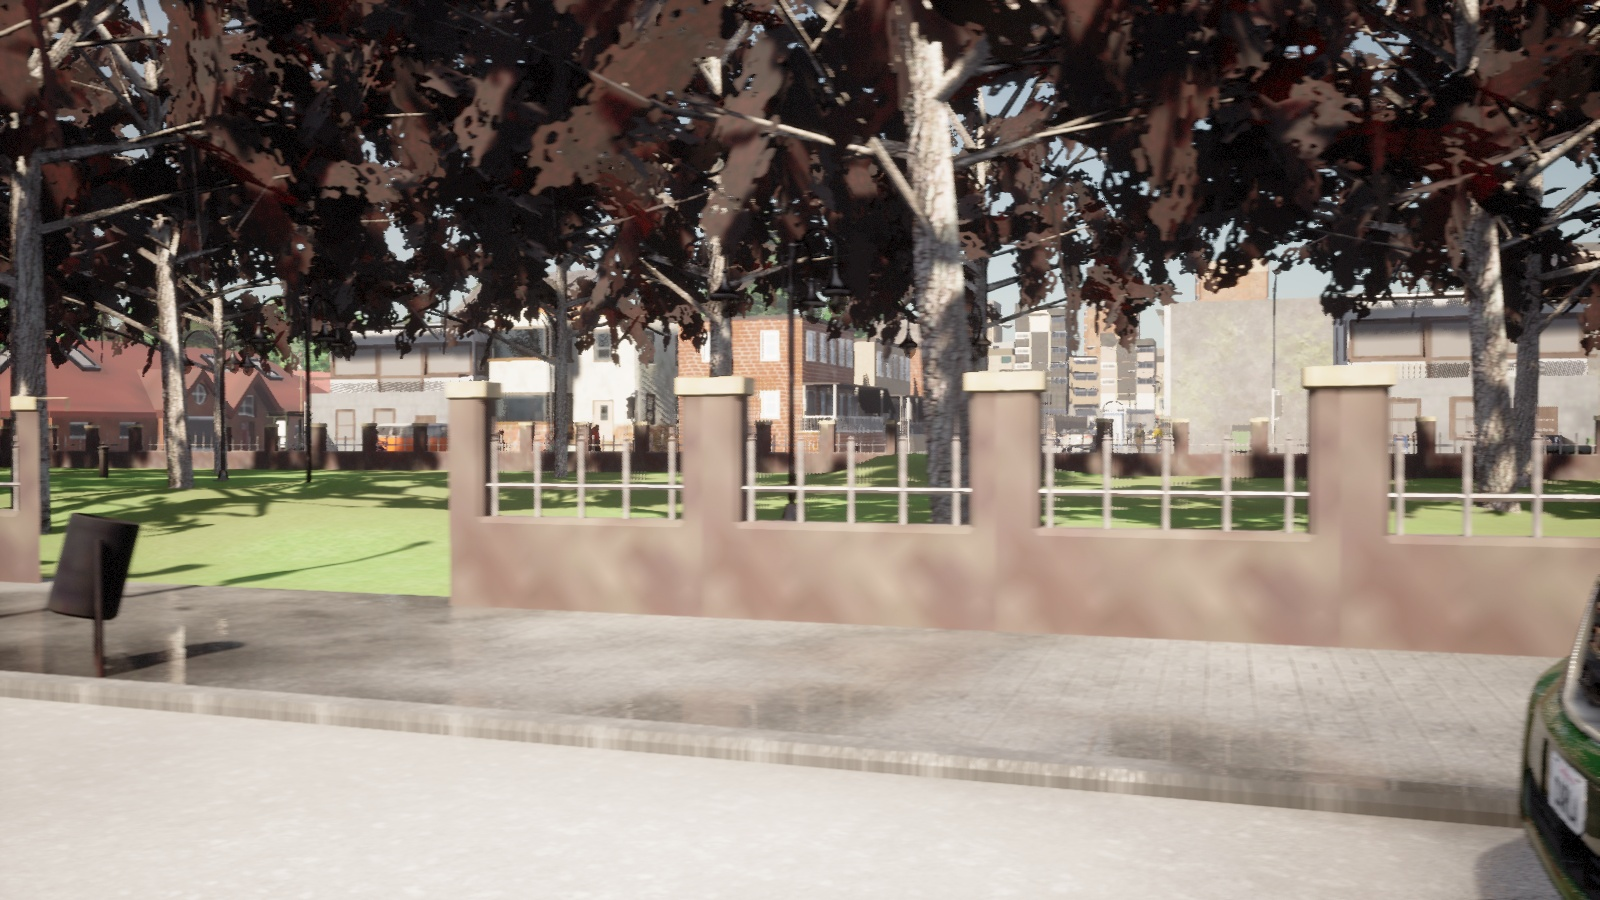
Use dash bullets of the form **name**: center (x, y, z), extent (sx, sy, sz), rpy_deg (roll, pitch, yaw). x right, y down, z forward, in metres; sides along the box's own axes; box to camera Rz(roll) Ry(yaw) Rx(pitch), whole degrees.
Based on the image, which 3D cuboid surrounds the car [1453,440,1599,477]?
- **car**: center (27.039, 0.283, 46.619), extent (4.718, 1.301, 1.895), rpy_deg (1, 1, 19)

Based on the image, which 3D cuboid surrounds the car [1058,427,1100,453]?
- **car**: center (18.489, -0.654, 83.001), extent (2.152, 1.651, 5.027), rpy_deg (1, 1, 19)

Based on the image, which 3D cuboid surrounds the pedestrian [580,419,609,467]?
- **pedestrian**: center (-7.992, -0.275, 48.841), extent (0.899, 1.844, 0.634), rpy_deg (1, 1, 25)

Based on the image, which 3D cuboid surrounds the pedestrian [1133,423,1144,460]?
- **pedestrian**: center (17.799, -0.454, 66.033), extent (0.395, 1.930, 0.692), rpy_deg (1, 1, 31)

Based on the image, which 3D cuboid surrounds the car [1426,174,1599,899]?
- **car**: center (4.377, 0.526, 2.246), extent (5.566, 2.045, 2.150), rpy_deg (1, 1, 19)

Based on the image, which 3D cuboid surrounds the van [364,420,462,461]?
- **van**: center (-19.166, -0.488, 62.212), extent (4.442, 1.987, 1.775), rpy_deg (1, 1, 18)
